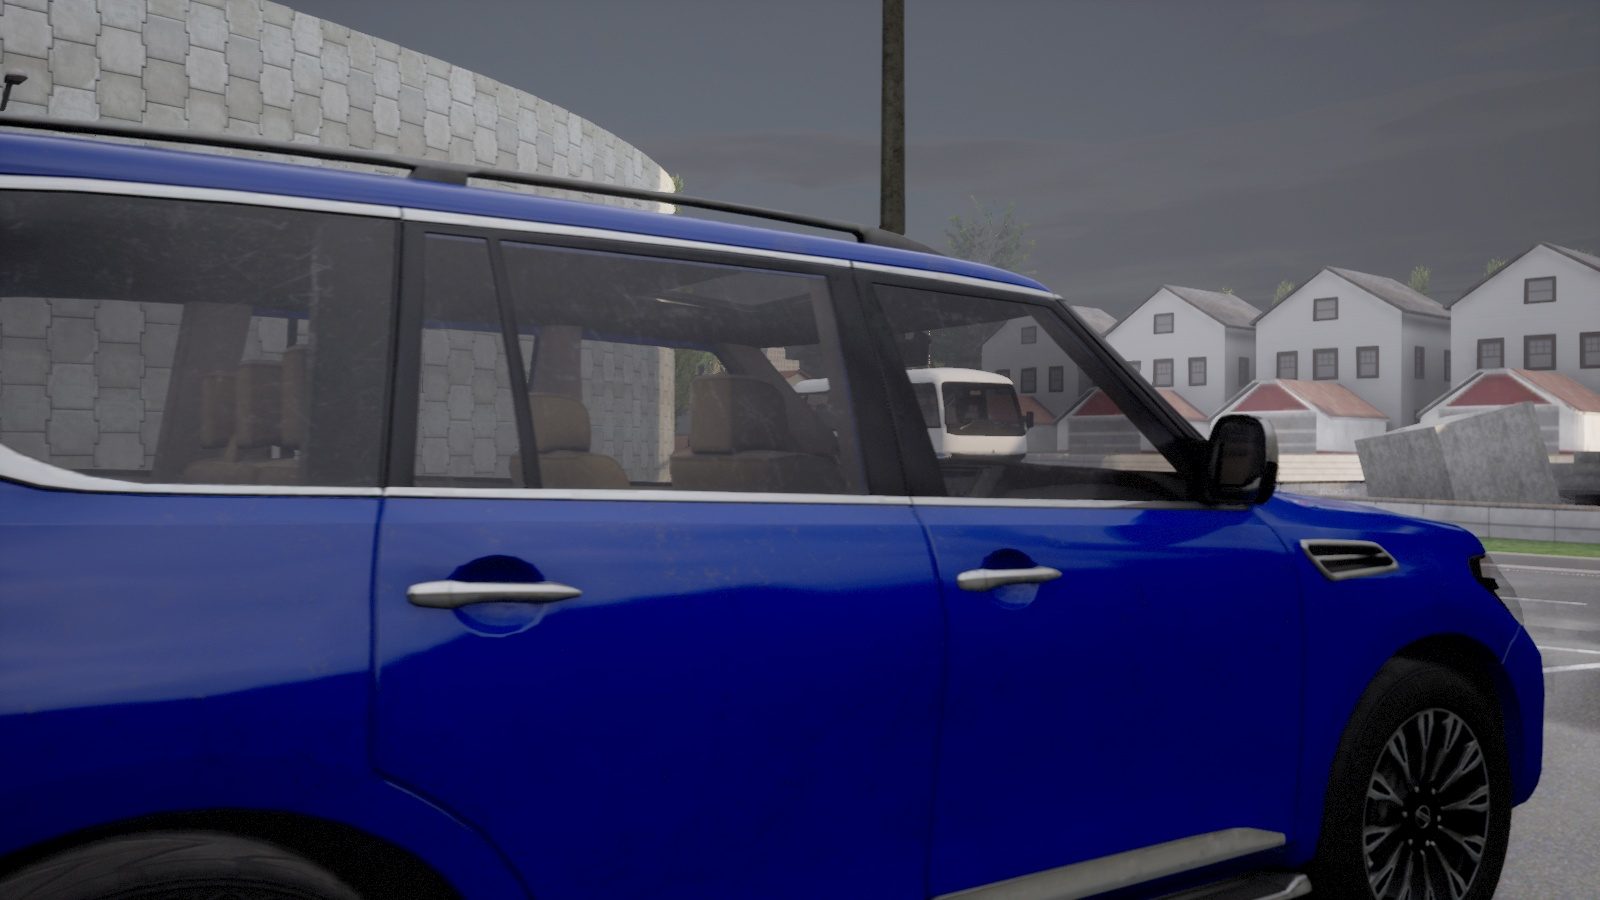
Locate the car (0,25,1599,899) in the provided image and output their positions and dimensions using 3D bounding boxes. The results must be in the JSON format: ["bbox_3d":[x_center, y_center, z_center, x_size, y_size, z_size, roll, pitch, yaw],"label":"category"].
[{"bbox_3d":[-0.252,0.475,3.468,5.566,2.045,2.150,0,0,-34],"label":"car"}]
